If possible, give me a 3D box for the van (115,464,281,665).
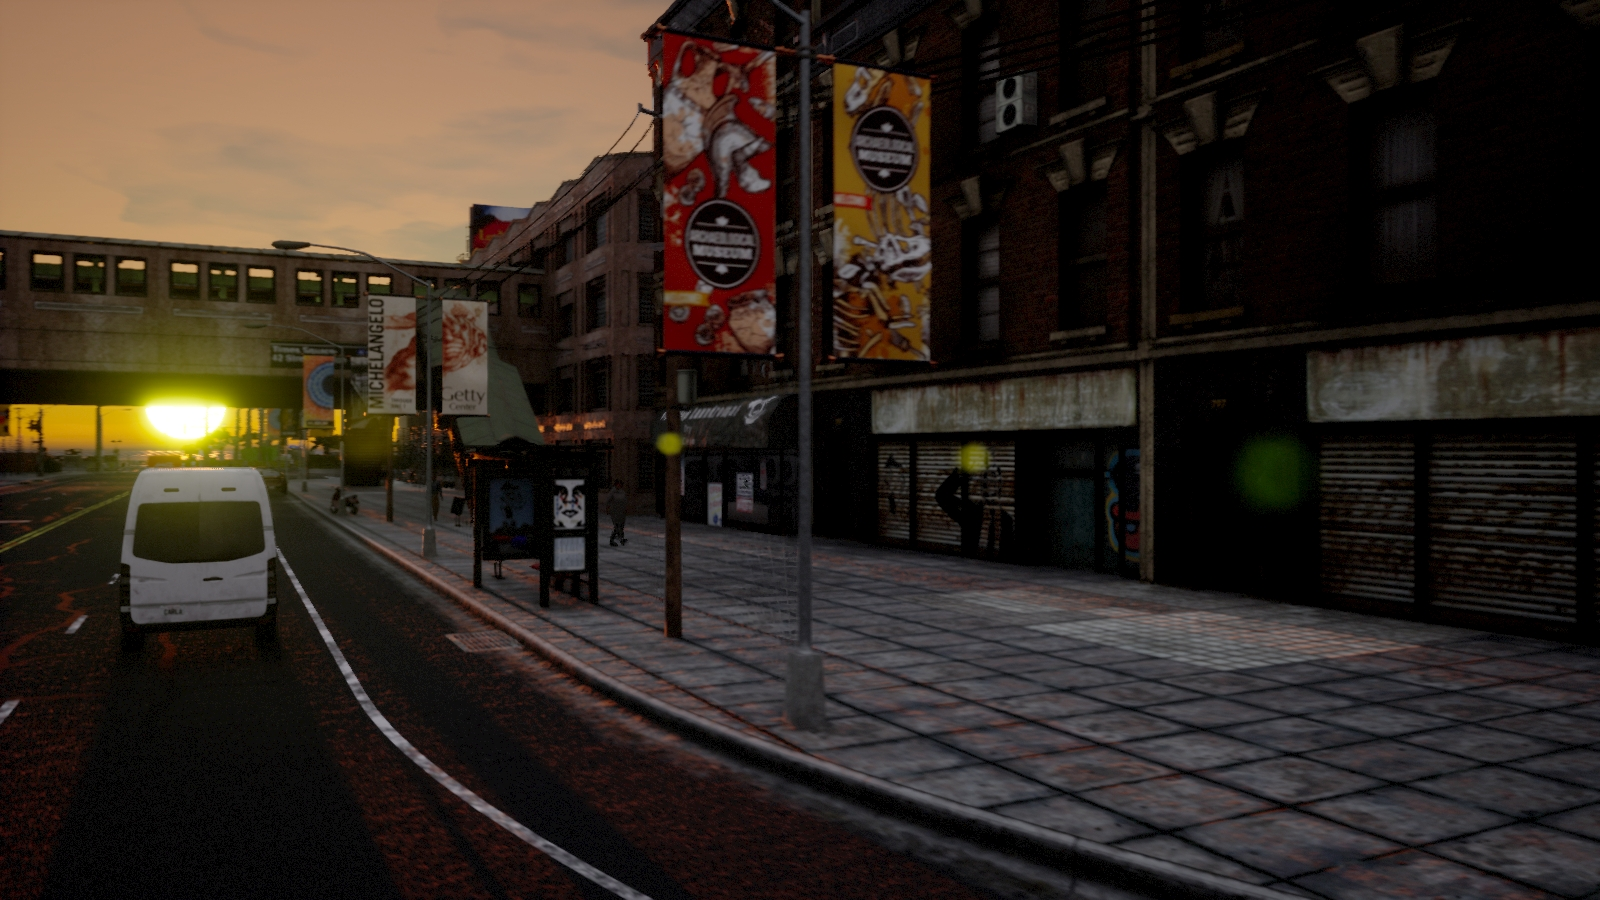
[{"bbox_3d":[-9.485,1.544,18.065,1.988,2.561,5.915,0,0,-28],"label":"van"}]

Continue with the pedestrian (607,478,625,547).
[{"bbox_3d":[-5.079,1.718,31.532,0.375,1.860,0.375,0,0,-40],"label":"pedestrian"}]

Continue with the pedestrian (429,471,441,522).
[{"bbox_3d":[-13.471,1.722,42.123,0.375,1.860,0.375,0,0,-26],"label":"pedestrian"}]
